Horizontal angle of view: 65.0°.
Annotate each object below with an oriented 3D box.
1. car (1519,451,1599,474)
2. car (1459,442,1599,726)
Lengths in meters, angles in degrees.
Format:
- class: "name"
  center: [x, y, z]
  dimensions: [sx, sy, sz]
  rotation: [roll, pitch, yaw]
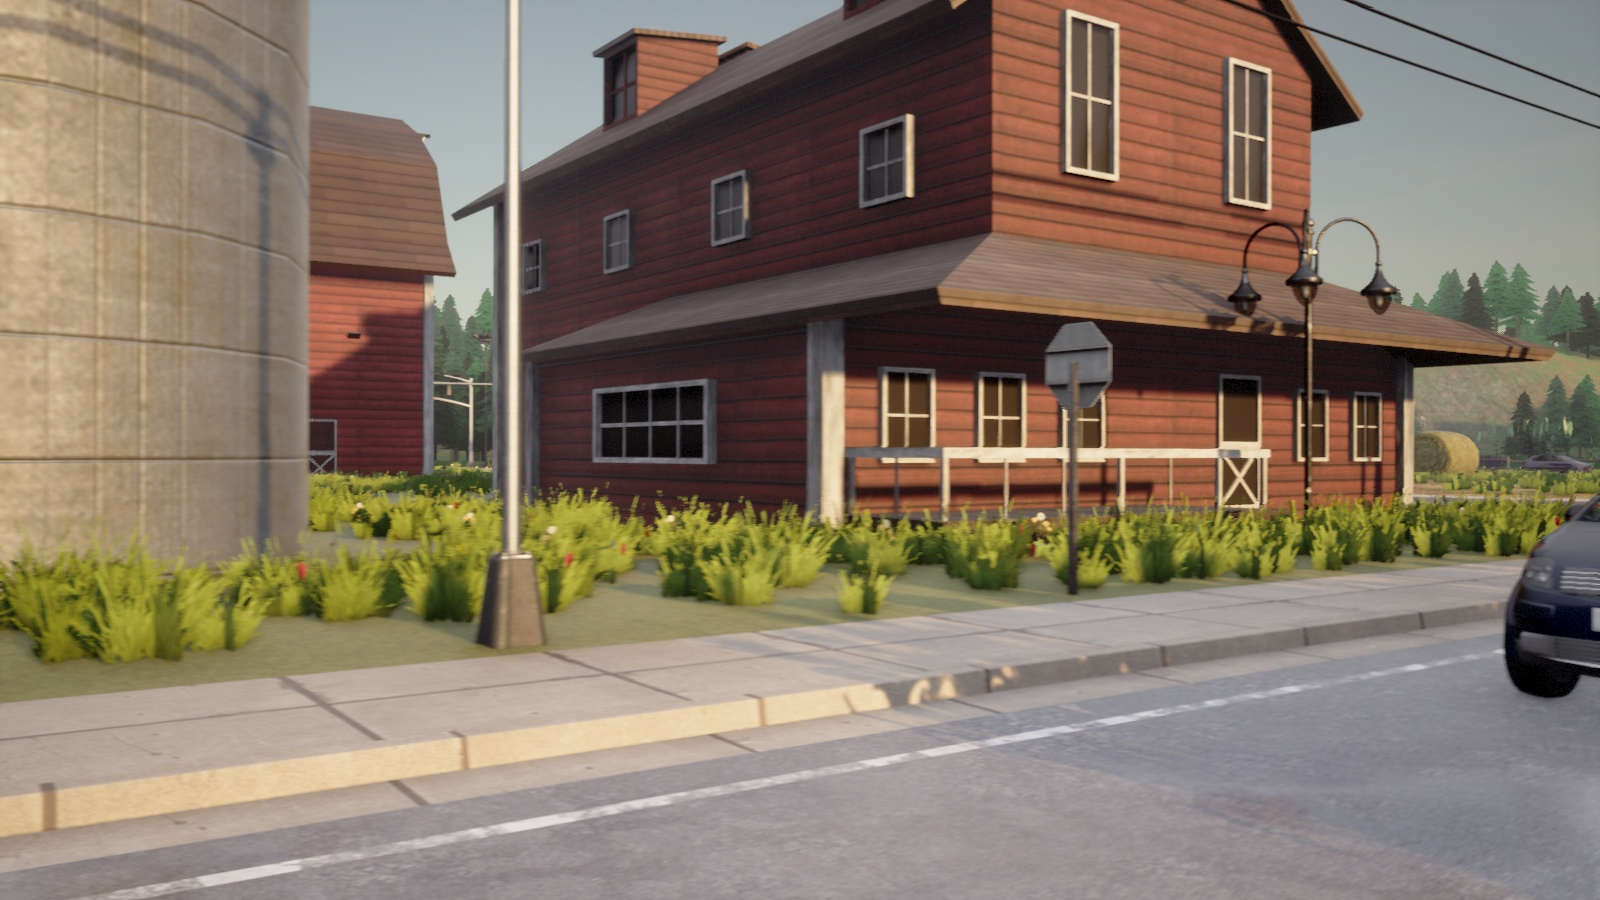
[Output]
- class: "car"
  center: [50.566, 0.823, 83.706]
  dimensions: [1.816, 1.474, 4.193]
  rotation: [0, 0, -32]
- class: "car"
  center: [5.956, 0.730, 7.805]
  dimensions: [3.705, 1.549, 1.789]
  rotation: [0, 0, -35]
